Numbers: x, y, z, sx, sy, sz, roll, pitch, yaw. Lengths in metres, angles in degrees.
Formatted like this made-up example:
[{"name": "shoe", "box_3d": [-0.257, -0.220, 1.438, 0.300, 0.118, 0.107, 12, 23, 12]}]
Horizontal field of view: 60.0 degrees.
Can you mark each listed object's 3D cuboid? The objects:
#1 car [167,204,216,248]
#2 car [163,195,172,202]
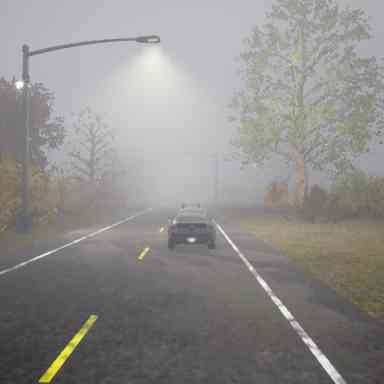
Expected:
[{"name": "car", "box_3d": [-0.017, 1.515, 14.655, 1.837, 1.490, 4.892, 0, 0, 0]}, {"name": "car", "box_3d": [-5.673, 1.464, 77.231, 2.128, 1.511, 4.902, 0, 0, -8]}]
